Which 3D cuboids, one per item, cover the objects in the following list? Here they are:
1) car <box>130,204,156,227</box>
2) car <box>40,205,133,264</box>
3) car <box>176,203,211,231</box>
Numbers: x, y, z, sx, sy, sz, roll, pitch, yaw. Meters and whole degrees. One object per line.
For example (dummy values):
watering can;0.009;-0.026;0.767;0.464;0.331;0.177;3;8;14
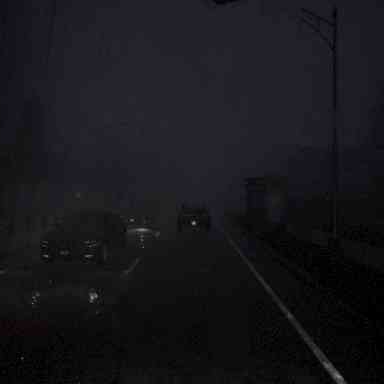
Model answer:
car;-3.536;1.483;21.835;1.994;1.385;4.181;0;0;1
car;-3.589;1.433;11.864;1.882;1.535;5.008;0;0;0
car;0.095;1.417;19.881;2.128;1.511;4.902;0;0;0
